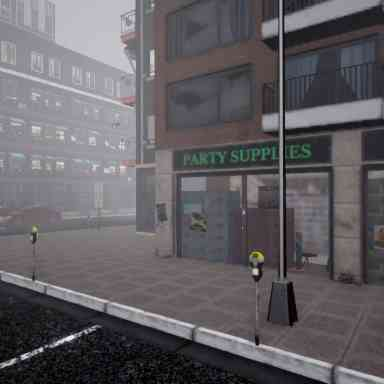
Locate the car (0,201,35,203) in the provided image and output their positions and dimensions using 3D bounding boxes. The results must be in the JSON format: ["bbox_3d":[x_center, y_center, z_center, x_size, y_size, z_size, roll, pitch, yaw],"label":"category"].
[{"bbox_3d":[-14.946,1.609,26.706,2.192,1.841,5.009,-1,-2,35],"label":"car"}]

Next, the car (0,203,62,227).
[{"bbox_3d":[-12.415,1.822,25.781,1.812,1.442,4.674,0,-1,35],"label":"car"}]
